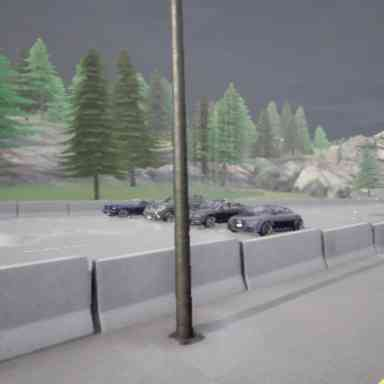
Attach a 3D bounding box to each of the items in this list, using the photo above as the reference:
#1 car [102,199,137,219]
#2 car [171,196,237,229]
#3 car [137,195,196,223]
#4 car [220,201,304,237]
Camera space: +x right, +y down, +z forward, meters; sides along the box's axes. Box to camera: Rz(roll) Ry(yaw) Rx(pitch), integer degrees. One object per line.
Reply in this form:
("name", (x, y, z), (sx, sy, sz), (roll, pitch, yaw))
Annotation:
("car", (-3.935, 1.155, 23.802), (4.718, 1.301, 1.895), (0, 1, -40))
("car", (1.573, 1.199, 19.273), (4.902, 1.511, 2.128), (0, 1, -40))
("car", (-0.892, 0.984, 21.770), (4.553, 1.767, 2.097), (0, 1, -40))
("car", (3.704, 1.345, 16.496), (4.181, 1.385, 1.994), (0, 1, -40))
